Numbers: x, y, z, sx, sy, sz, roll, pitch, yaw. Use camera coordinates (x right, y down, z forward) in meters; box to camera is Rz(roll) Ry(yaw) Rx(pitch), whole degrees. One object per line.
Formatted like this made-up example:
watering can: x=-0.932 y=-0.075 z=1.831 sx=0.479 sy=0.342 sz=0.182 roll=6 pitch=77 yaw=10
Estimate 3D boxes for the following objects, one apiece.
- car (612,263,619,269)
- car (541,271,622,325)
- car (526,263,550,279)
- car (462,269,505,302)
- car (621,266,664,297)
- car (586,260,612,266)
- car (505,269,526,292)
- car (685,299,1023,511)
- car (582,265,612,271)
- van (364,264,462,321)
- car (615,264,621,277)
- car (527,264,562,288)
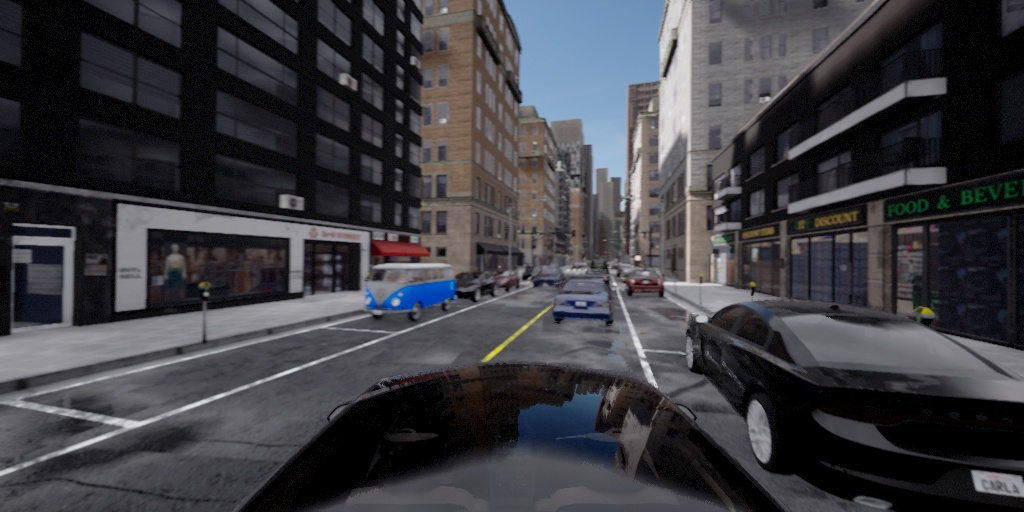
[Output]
car: x=13.194 y=1.811 z=42.265 sx=1.948 sy=1.339 sz=4.313 roll=0 pitch=0 yaw=15
car: x=2.566 y=1.417 z=12.489 sx=2.033 sy=1.411 sz=5.357 roll=0 pitch=0 yaw=15
car: x=2.165 y=1.616 z=33.777 sx=1.948 sy=1.339 sz=4.313 roll=0 pitch=0 yaw=15
car: x=-2.008 y=1.432 z=17.810 sx=1.948 sy=1.339 sz=4.313 roll=0 pitch=0 yaw=15
car: x=7.631 y=1.437 z=20.976 sx=1.967 sy=1.591 sz=4.097 roll=0 pitch=0 yaw=15
car: x=10.132 y=1.430 z=41.775 sx=2.150 sy=2.045 sz=5.566 roll=0 pitch=0 yaw=14
car: x=-0.617 y=1.509 z=23.133 sx=1.802 sy=1.307 sz=4.207 roll=0 pitch=0 yaw=15
car: x=3.656 y=1.291 z=4.629 sx=1.882 sy=1.535 sz=5.008 roll=0 pitch=-1 yaw=15
car: x=6.592 y=1.647 z=27.876 sx=1.895 sy=1.301 sz=4.718 roll=0 pitch=-1 yaw=15
van: x=-3.399 y=1.146 z=12.488 sx=1.690 sy=1.789 sz=3.998 roll=0 pitch=0 yaw=15
car: x=10.412 y=1.671 z=31.621 sx=2.007 sy=1.370 sz=4.403 roll=0 pitch=0 yaw=15
car: x=2.843 y=1.539 z=26.189 sx=2.033 sy=1.411 sz=5.357 roll=0 pitch=-1 yaw=15
